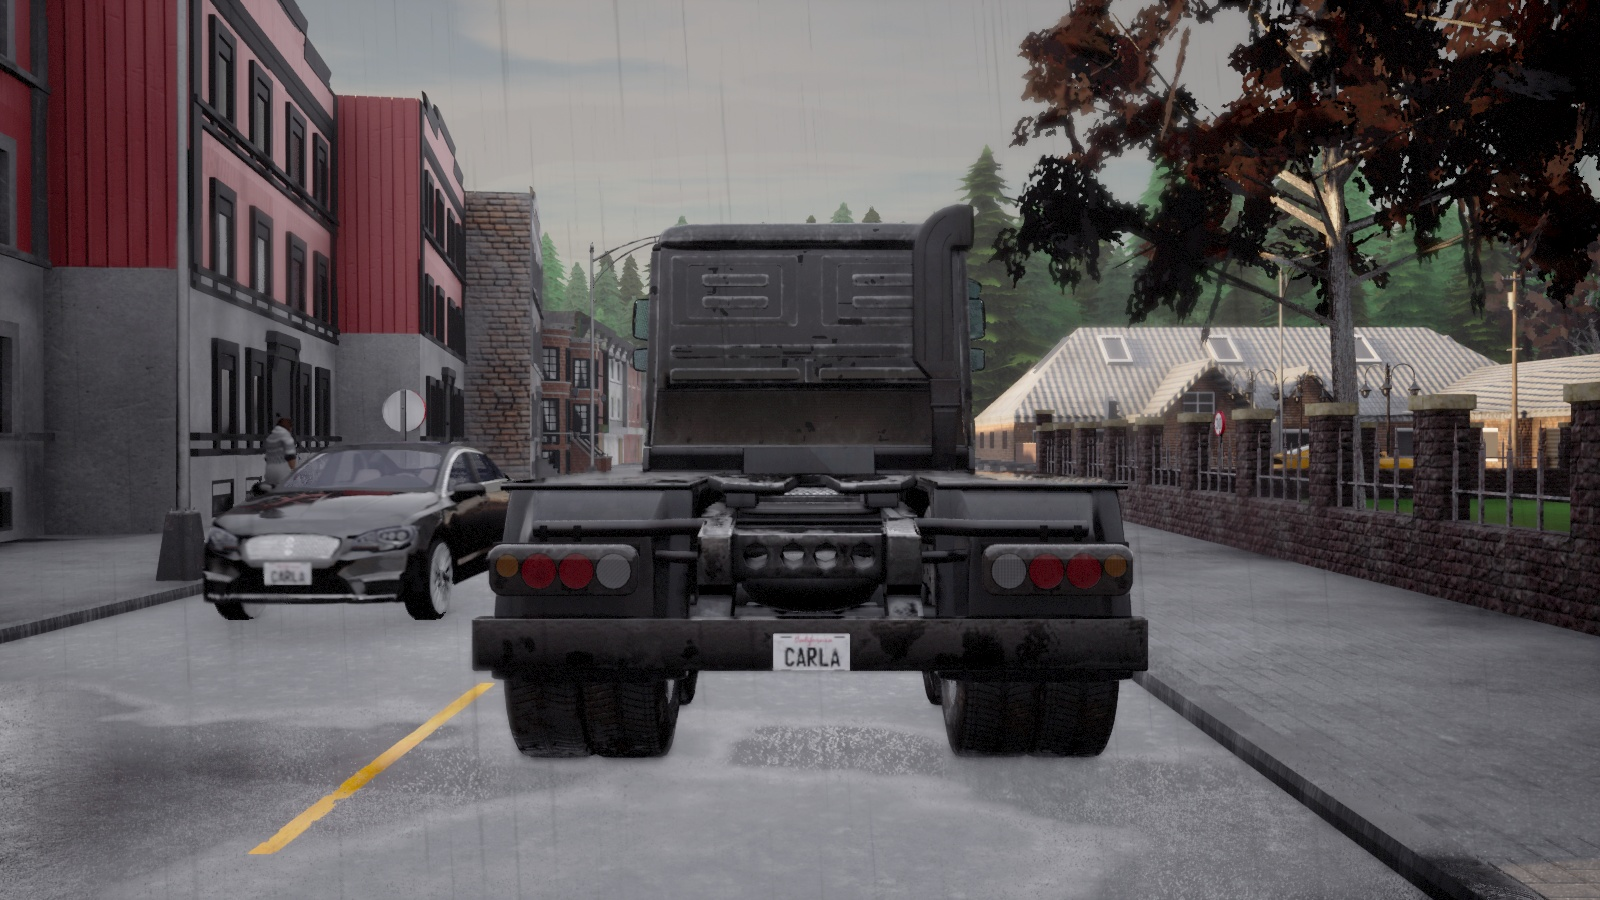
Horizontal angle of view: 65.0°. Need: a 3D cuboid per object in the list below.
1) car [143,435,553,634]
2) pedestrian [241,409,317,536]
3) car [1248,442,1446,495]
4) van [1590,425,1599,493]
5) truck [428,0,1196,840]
[{"bbox_3d":[-3.922,0.632,12.008,2.128,1.511,4.902,0,0,0],"label":"car"},{"bbox_3d":[-8.202,0.338,19.783,0.659,1.952,0.873,0,0,28],"label":"pedestrian"},{"bbox_3d":[16.047,0.528,36.972,5.008,1.535,1.882,0,0,-1],"label":"car"},{"bbox_3d":[26.112,0.282,36.942,4.480,2.038,2.069,0,0,-1],"label":"van"},{"bbox_3d":[0.065,-0.284,8.702,2.891,3.462,7.936,0,0,0],"label":"truck"}]
